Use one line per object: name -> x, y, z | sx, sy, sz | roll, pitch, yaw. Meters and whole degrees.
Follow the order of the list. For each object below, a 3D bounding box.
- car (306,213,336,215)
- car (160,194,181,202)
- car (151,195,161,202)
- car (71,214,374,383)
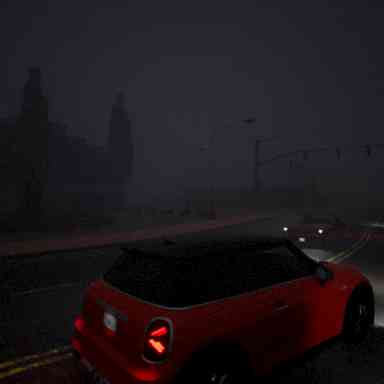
car -> 5.816, 1.663, 15.548 | 1.895, 1.301, 4.718 | 0, 0, 35
car -> -5.046, 1.788, 79.972 | 1.970, 1.475, 3.806 | 0, 0, 33
car -> -7.477, 1.562, 81.547 | 1.905, 1.878, 3.866 | 0, 0, 33
car -> 0.775, 1.375, 4.831 | 4.553, 1.767, 2.097 | 0, 0, -40
